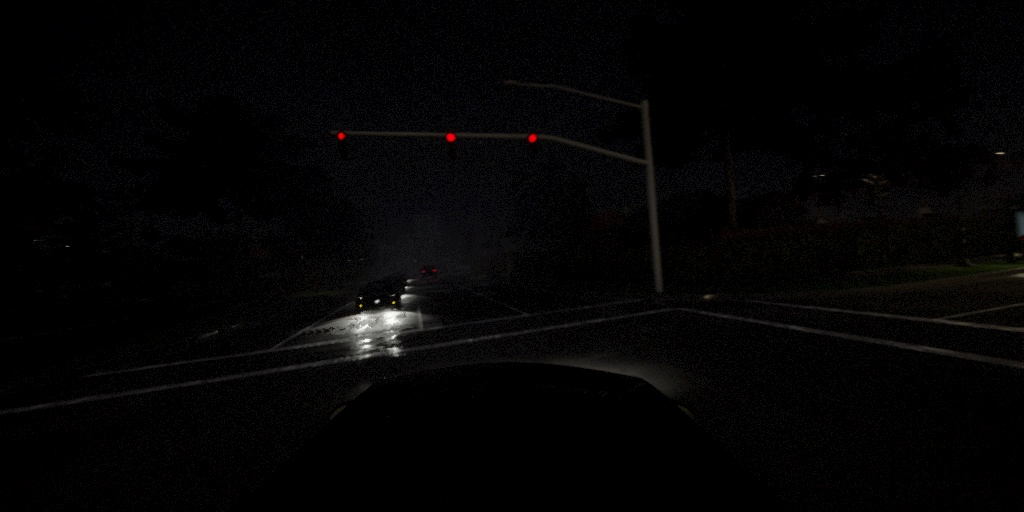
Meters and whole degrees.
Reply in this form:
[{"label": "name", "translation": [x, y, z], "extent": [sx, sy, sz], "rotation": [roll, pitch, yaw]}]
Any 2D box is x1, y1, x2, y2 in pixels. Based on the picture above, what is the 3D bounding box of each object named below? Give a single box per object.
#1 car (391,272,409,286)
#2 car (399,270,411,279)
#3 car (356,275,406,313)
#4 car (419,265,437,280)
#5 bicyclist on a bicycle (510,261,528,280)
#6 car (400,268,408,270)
[{"label": "car", "translation": [-9.368, 2.242, 28.018], "extent": [1.994, 1.385, 4.181], "rotation": [-4, 0, -15]}, {"label": "car", "translation": [-11.990, 2.520, 37.619], "extent": [1.994, 1.385, 4.181], "rotation": [-4, 0, -15]}, {"label": "car", "translation": [-6.758, 1.966, 18.462], "extent": [1.994, 1.385, 4.181], "rotation": [-4, 0, -15]}, {"label": "car", "translation": [-12.058, 2.291, 51.743], "extent": [2.150, 2.045, 5.566], "rotation": [-4, -1, -15]}, {"label": "bicyclist on a bicycle", "translation": [0.559, 1.237, 31.272], "extent": [1.656, 1.620, 0.582], "rotation": [-4, 0, -15]}, {"label": "car", "translation": [-17.069, 2.843, 56.478], "extent": [2.097, 1.767, 4.553], "rotation": [-4, 0, -15]}]
